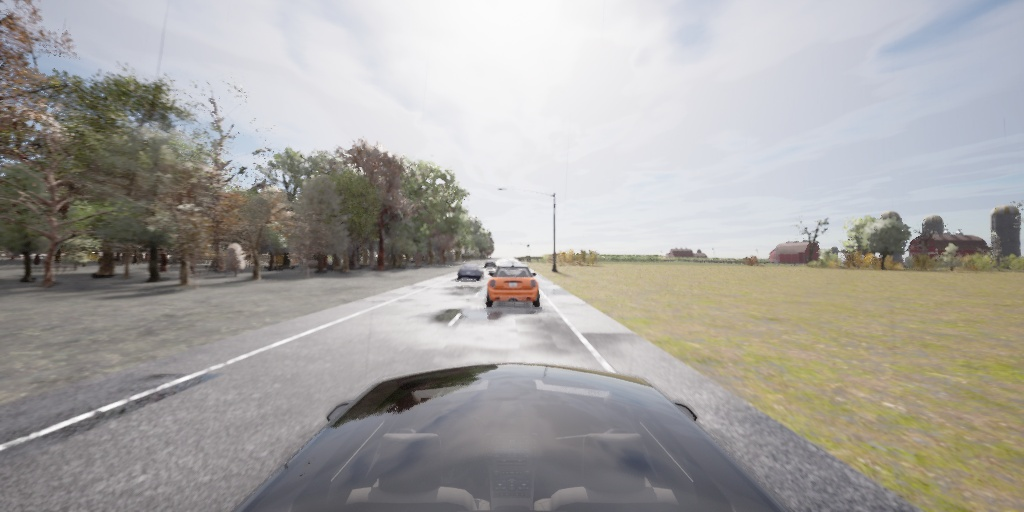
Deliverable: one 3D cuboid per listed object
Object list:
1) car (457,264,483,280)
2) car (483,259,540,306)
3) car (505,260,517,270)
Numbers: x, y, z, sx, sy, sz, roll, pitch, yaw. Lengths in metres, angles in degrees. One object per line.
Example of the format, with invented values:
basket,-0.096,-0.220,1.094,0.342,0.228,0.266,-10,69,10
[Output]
car,-3.541,1.333,31.156,1.994,1.385,4.181,0,0,0
car,0.033,1.123,15.904,2.097,1.767,4.553,0,0,0
car,-0.164,1.329,55.462,1.812,1.442,4.674,0,0,0
